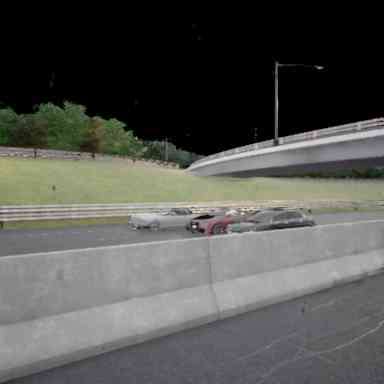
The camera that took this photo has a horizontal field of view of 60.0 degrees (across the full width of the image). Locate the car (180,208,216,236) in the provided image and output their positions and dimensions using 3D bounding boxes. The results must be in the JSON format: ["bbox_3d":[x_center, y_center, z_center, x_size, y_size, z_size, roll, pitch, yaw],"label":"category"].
[{"bbox_3d":[1.751,1.585,18.162,4.181,1.385,1.994,0,0,-36],"label":"car"}]

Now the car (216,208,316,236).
[{"bbox_3d":[3.671,1.526,15.232,4.892,1.490,1.837,0,0,-36],"label":"car"}]

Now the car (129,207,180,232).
[{"bbox_3d":[-1.368,1.620,20.231,4.718,1.301,1.895,0,0,-36],"label":"car"}]
